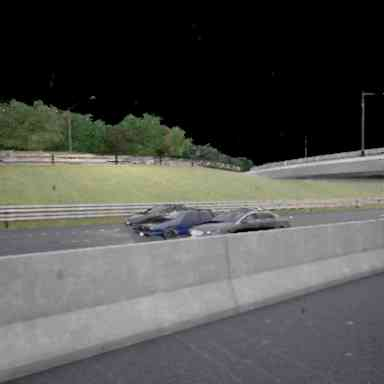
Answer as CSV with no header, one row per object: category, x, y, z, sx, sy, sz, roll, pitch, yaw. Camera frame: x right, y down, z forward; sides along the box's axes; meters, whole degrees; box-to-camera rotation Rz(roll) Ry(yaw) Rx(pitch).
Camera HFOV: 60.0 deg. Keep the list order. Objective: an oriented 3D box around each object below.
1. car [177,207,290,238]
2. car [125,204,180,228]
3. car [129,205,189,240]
car,2.110,1.485,14.111,4.902,1.511,2.128,0,0,-36
car,-1.609,1.499,20.058,4.892,1.490,1.837,0,0,-36
car,-0.146,1.541,16.799,5.357,1.411,2.033,0,0,-36
